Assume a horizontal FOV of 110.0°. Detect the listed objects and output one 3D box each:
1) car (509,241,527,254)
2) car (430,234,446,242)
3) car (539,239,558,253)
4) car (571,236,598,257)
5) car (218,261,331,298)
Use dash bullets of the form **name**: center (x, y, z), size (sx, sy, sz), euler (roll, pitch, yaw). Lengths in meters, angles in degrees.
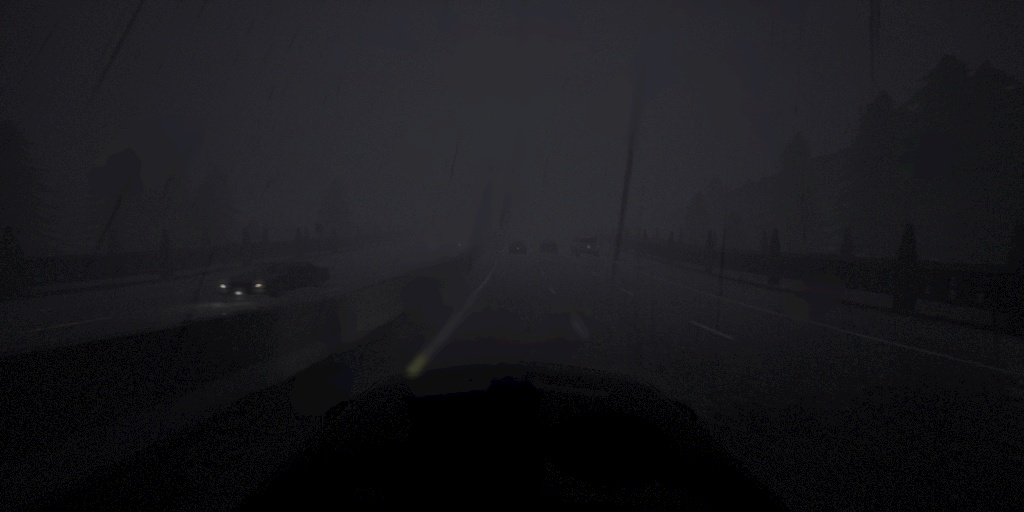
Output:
- **car**: center (0.670, -1.031, 40.316), size (1.994, 1.385, 4.181), euler (0, 6, 1)
- **car**: center (-13.022, -3.272, 63.252), size (1.994, 1.385, 4.181), euler (0, 5, 1)
- **car**: center (4.195, -1.206, 41.380), size (1.882, 1.535, 5.008), euler (0, 6, 1)
- **car**: center (7.616, -1.121, 37.951), size (2.150, 2.045, 5.566), euler (0, 6, 1)
- **car**: center (-10.398, 0.948, 16.376), size (2.033, 1.411, 5.357), euler (0, 3, 1)
